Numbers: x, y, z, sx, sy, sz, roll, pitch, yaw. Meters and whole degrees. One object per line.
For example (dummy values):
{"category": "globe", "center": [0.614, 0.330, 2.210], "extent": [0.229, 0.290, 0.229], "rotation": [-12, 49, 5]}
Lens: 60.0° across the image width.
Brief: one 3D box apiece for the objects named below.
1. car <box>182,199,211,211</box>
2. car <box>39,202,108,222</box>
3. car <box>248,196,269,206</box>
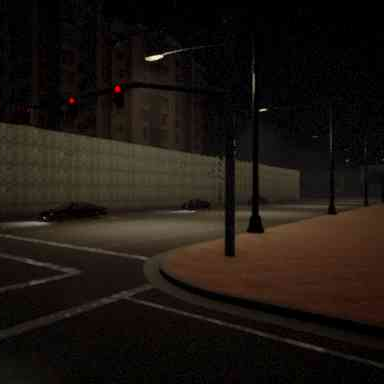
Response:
{"category": "car", "center": [0.574, 1.531, 40.307], "extent": [1.994, 1.385, 4.181], "rotation": [0, 0, 36]}
{"category": "car", "center": [-9.294, 1.516, 26.588], "extent": [2.033, 1.411, 5.357], "rotation": [0, 0, 35]}
{"category": "car", "center": [10.873, 1.450, 54.483], "extent": [1.882, 1.535, 5.008], "rotation": [0, 0, 36]}
